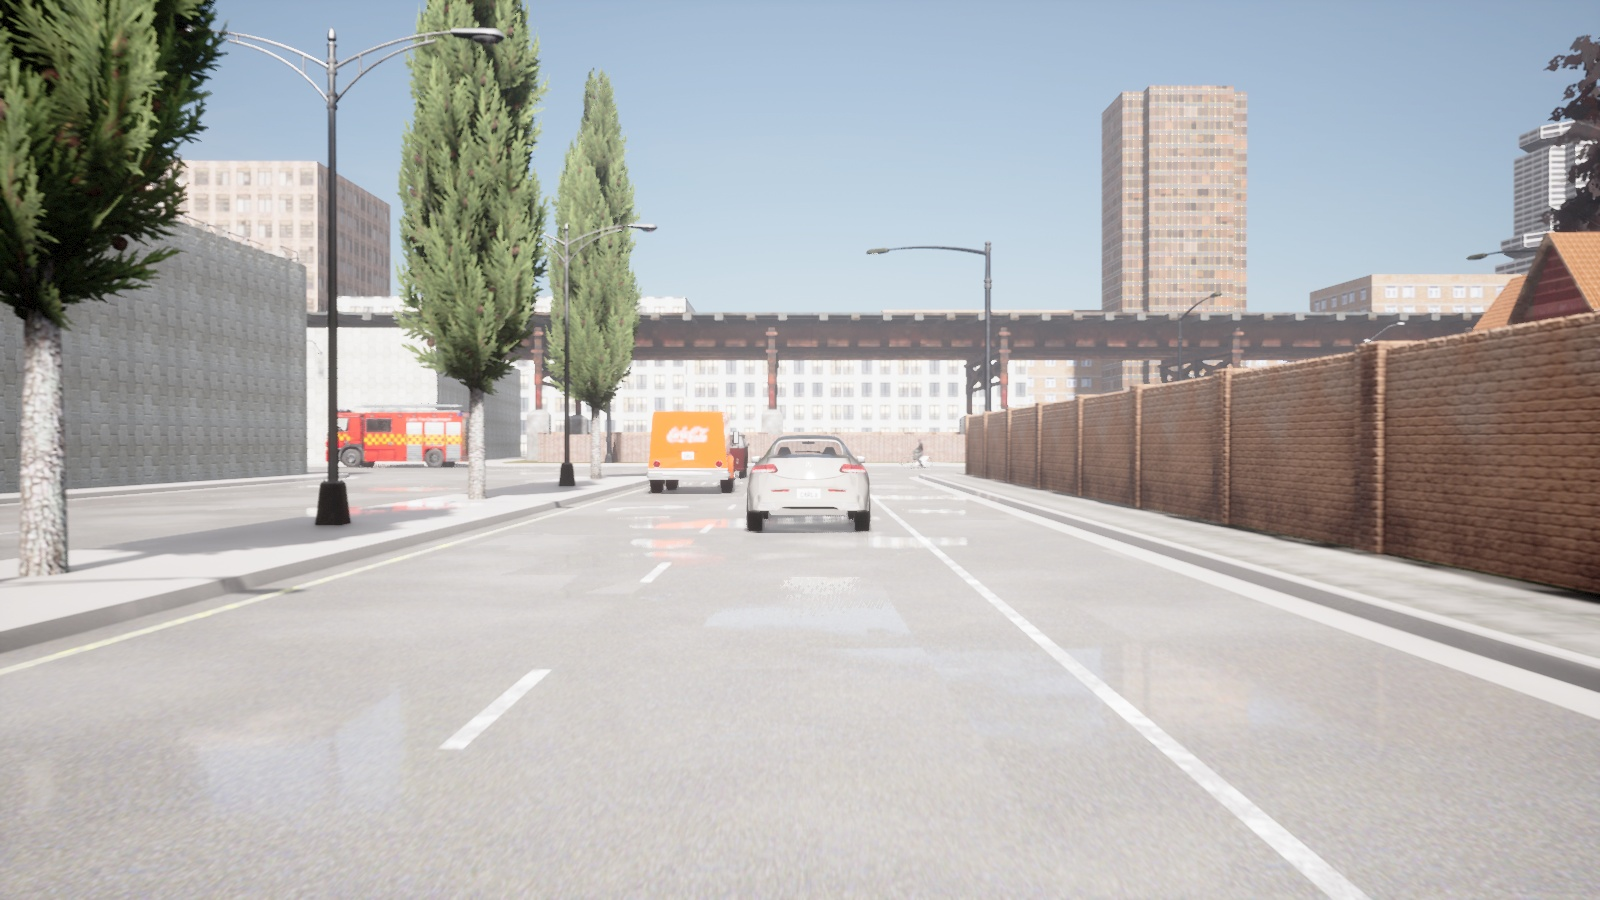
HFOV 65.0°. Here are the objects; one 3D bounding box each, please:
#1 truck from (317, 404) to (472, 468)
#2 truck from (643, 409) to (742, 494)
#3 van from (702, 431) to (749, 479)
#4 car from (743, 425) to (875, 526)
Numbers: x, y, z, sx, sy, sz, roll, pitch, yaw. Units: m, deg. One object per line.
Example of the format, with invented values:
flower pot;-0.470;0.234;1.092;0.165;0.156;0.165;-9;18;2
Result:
truck;-24.613;-0.869;76.463;8.468;3.827;2.891;0;0;1
truck;-3.262;0.036;39.274;2.627;2.467;5.204;0;0;0
van;-3.176;0.191;54.191;1.775;1.987;4.442;0;0;0
car;0.152;0.395;23.036;2.152;1.651;5.027;0;0;0
